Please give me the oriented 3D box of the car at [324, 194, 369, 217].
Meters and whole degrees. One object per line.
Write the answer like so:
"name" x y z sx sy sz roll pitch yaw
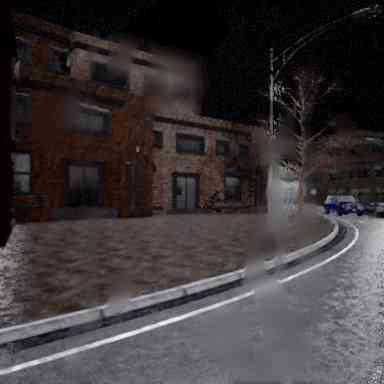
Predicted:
"car" 14.784 1.274 32.630 2.150 2.045 5.566 0 0 4

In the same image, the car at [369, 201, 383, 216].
"car" 18.085 1.590 32.145 1.994 1.385 4.181 1 0 6
